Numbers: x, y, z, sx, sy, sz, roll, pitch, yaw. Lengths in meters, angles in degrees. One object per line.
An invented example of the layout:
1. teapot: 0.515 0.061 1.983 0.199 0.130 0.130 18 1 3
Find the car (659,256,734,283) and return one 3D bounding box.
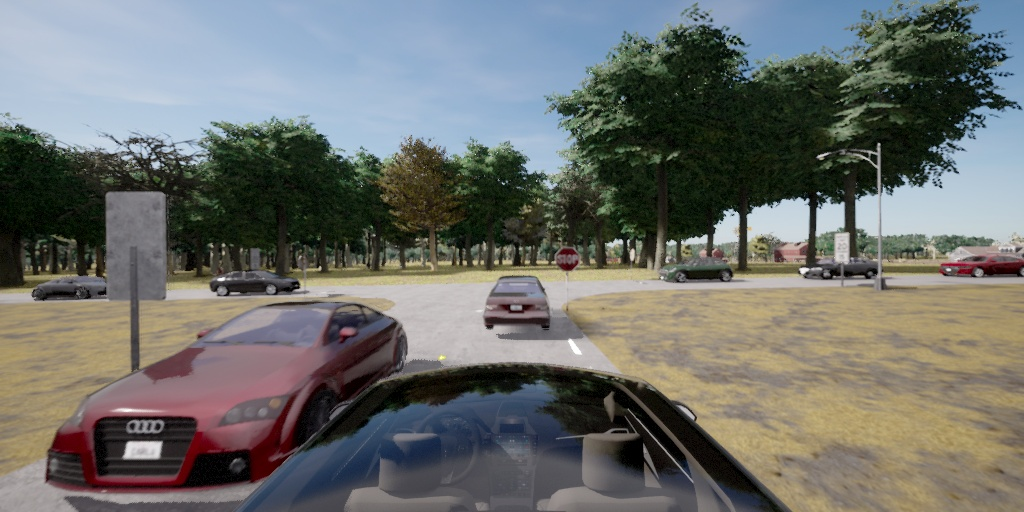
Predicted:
1. car: 12.579 0.876 24.745 4.553 1.767 2.097 -1 1 -2

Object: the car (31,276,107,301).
1. car: -26.320 1.917 21.914 4.181 1.385 1.994 -1 1 0

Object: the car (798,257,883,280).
1. car: 22.598 0.836 24.792 4.902 1.511 2.128 -1 1 0

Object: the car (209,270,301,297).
1. car: -15.597 1.612 21.896 4.892 1.490 1.837 -1 1 0

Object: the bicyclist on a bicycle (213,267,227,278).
1. bicyclist on a bicycle: -22.632 1.676 27.878 0.582 1.620 1.656 -1 0 0

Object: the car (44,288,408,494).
1. car: -2.850 1.322 4.763 1.994 1.385 4.181 0 0 0

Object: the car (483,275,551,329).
1. car: 0.209 1.322 11.353 2.033 1.411 5.357 0 0 2

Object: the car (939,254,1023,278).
1. car: 32.679 0.658 24.773 5.008 1.535 1.882 -1 1 0
